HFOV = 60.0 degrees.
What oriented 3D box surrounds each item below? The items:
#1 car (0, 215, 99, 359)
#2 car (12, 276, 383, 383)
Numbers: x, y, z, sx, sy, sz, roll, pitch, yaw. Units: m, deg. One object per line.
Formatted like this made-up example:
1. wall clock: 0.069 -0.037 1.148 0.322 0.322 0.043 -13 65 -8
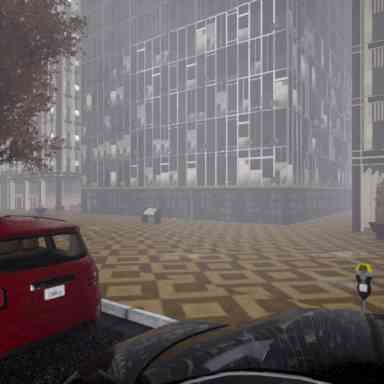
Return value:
1. car: -3.626 1.314 5.473 5.009 1.841 2.192 0 0 36
2. car: 0.865 1.566 2.259 4.313 1.339 1.947 0 0 36
